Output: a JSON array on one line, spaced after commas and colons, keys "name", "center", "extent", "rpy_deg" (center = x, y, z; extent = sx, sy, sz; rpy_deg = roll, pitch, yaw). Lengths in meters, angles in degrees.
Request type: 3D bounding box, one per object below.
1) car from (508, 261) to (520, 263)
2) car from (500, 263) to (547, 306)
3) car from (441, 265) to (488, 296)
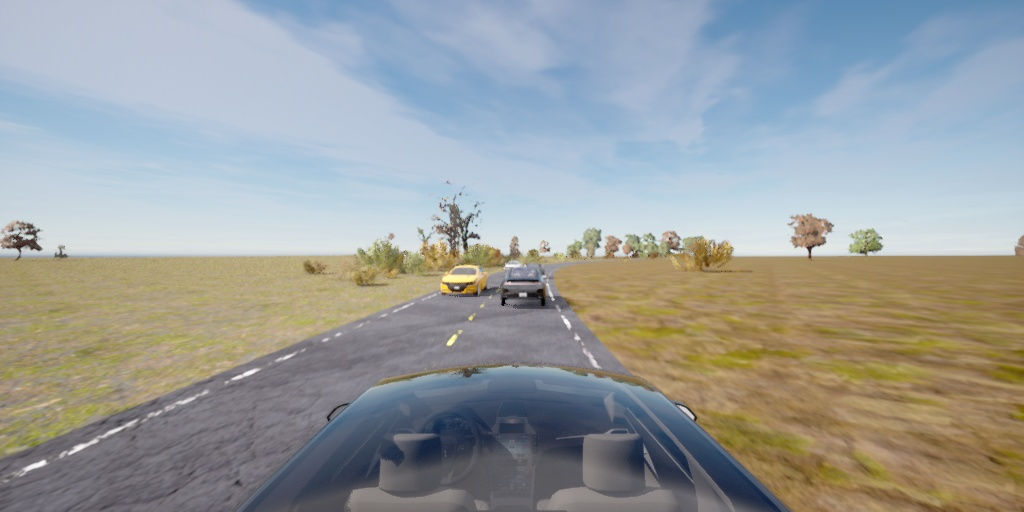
[{"name": "car", "center": [0.198, 1.318, 43.611], "extent": [1.812, 1.442, 4.674], "rpy_deg": [0, 0, 8]}, {"name": "car", "center": [0.536, 1.260, 15.980], "extent": [2.128, 1.511, 4.902], "rpy_deg": [0, 0, 3]}, {"name": "car", "center": [-2.460, 1.244, 19.536], "extent": [1.882, 1.535, 5.008], "rpy_deg": [0, 0, 4]}]
